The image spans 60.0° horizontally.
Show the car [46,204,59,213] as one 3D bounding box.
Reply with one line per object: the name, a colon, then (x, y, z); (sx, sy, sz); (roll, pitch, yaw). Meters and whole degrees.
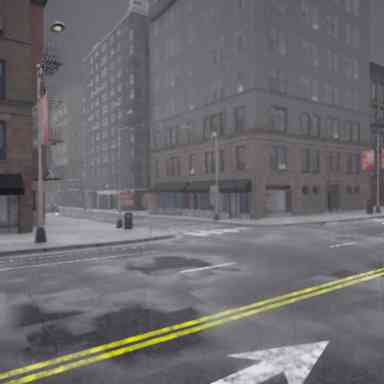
car: (-23.299, 2.723, 54.707); (1.994, 1.385, 4.181); (-1, -1, -35)
